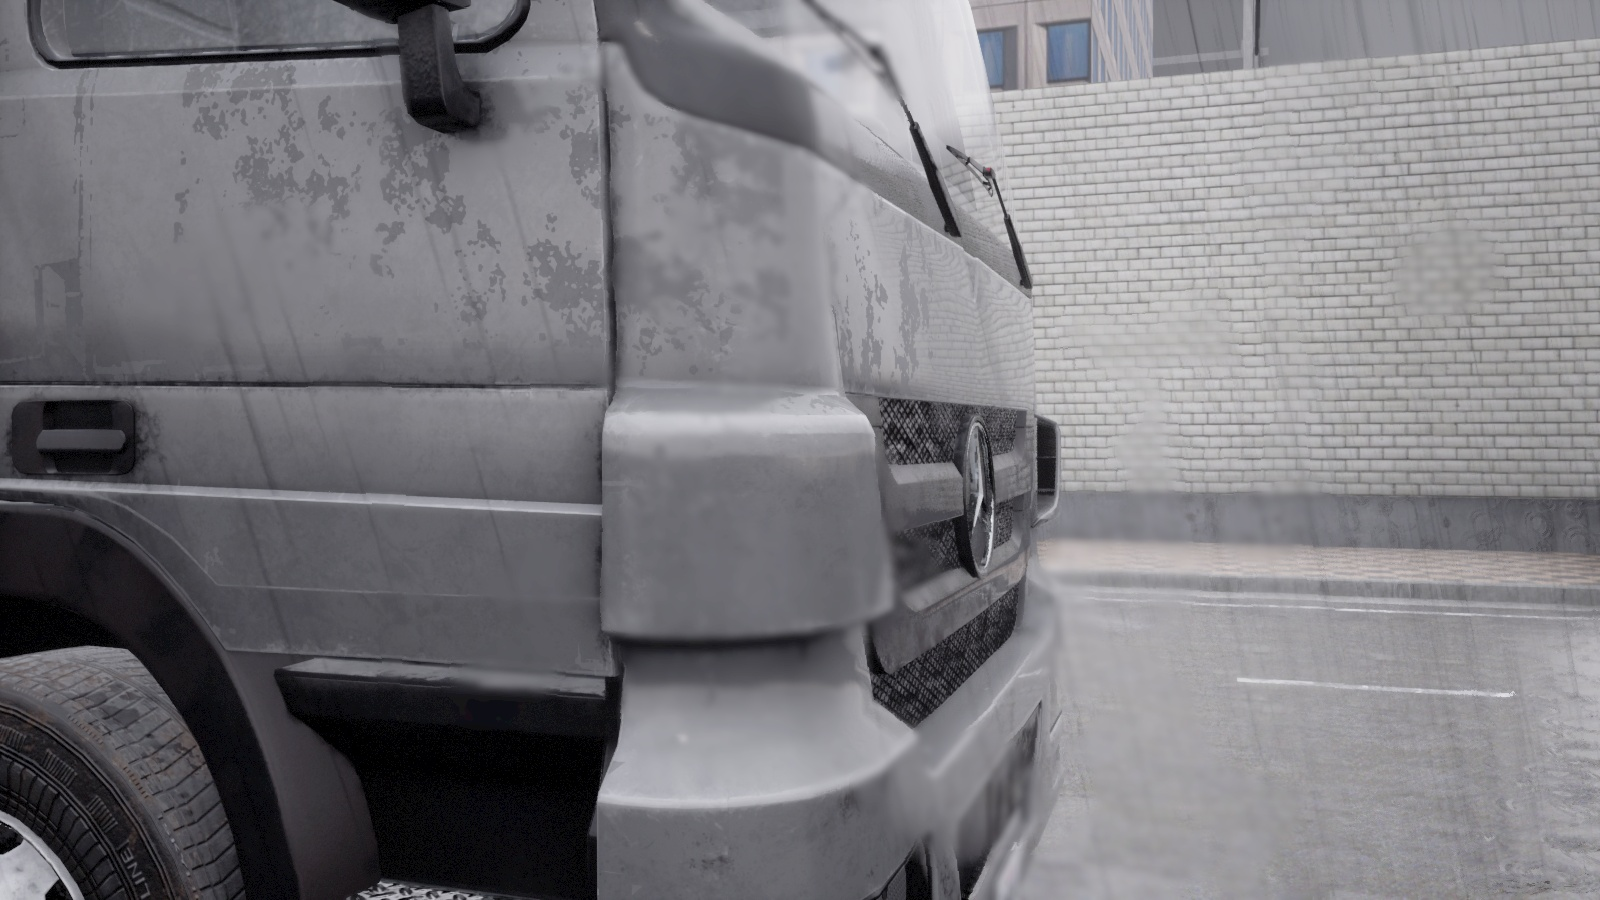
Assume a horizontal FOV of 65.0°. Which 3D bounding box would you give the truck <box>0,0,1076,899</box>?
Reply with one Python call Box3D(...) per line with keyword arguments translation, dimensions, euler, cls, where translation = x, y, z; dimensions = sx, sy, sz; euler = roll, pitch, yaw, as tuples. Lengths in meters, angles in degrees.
Box3D(translation=(-3.267, -0.236, 4.278), dimensions=(7.936, 3.462, 2.891), euler=(1, 1, 19), cls="truck")
